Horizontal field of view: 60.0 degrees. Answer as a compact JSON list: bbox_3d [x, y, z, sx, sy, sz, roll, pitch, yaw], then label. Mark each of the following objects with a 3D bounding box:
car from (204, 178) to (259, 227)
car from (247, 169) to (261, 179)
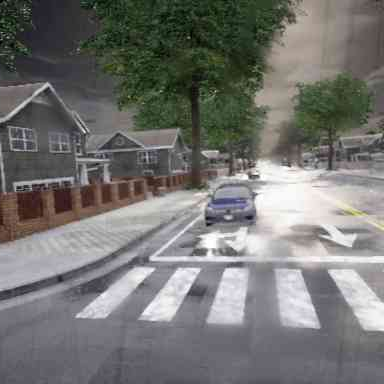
[{"bbox_3d":[1.688,0.398,13.488,1.812,1.442,4.674,-2,4,12],"label":"car"},{"bbox_3d":[9.414,-2.718,50.658,2.033,1.411,5.357,-2,4,12],"label":"car"}]
